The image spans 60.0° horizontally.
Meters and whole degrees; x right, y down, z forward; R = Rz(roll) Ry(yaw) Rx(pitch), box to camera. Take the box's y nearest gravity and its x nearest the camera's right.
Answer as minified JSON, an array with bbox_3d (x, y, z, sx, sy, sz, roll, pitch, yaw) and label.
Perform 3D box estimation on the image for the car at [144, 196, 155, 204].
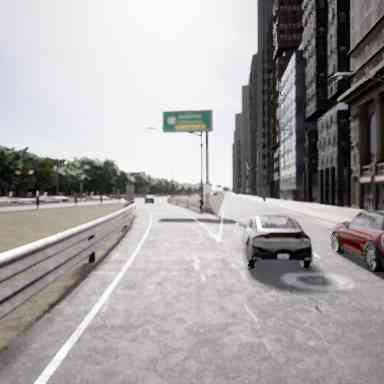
[{"bbox_3d":[-8.266,1.488,64.480,2.128,1.511,4.902,0,0,-10],"label":"car"}]

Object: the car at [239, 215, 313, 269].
[{"bbox_3d":[2.686,1.515,11.306,2.128,1.511,4.902,0,0,6],"label":"car"}]

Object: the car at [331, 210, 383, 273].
[{"bbox_3d":[6.143,1.356,10.724,2.097,1.767,4.553,0,0,6],"label":"car"}]
